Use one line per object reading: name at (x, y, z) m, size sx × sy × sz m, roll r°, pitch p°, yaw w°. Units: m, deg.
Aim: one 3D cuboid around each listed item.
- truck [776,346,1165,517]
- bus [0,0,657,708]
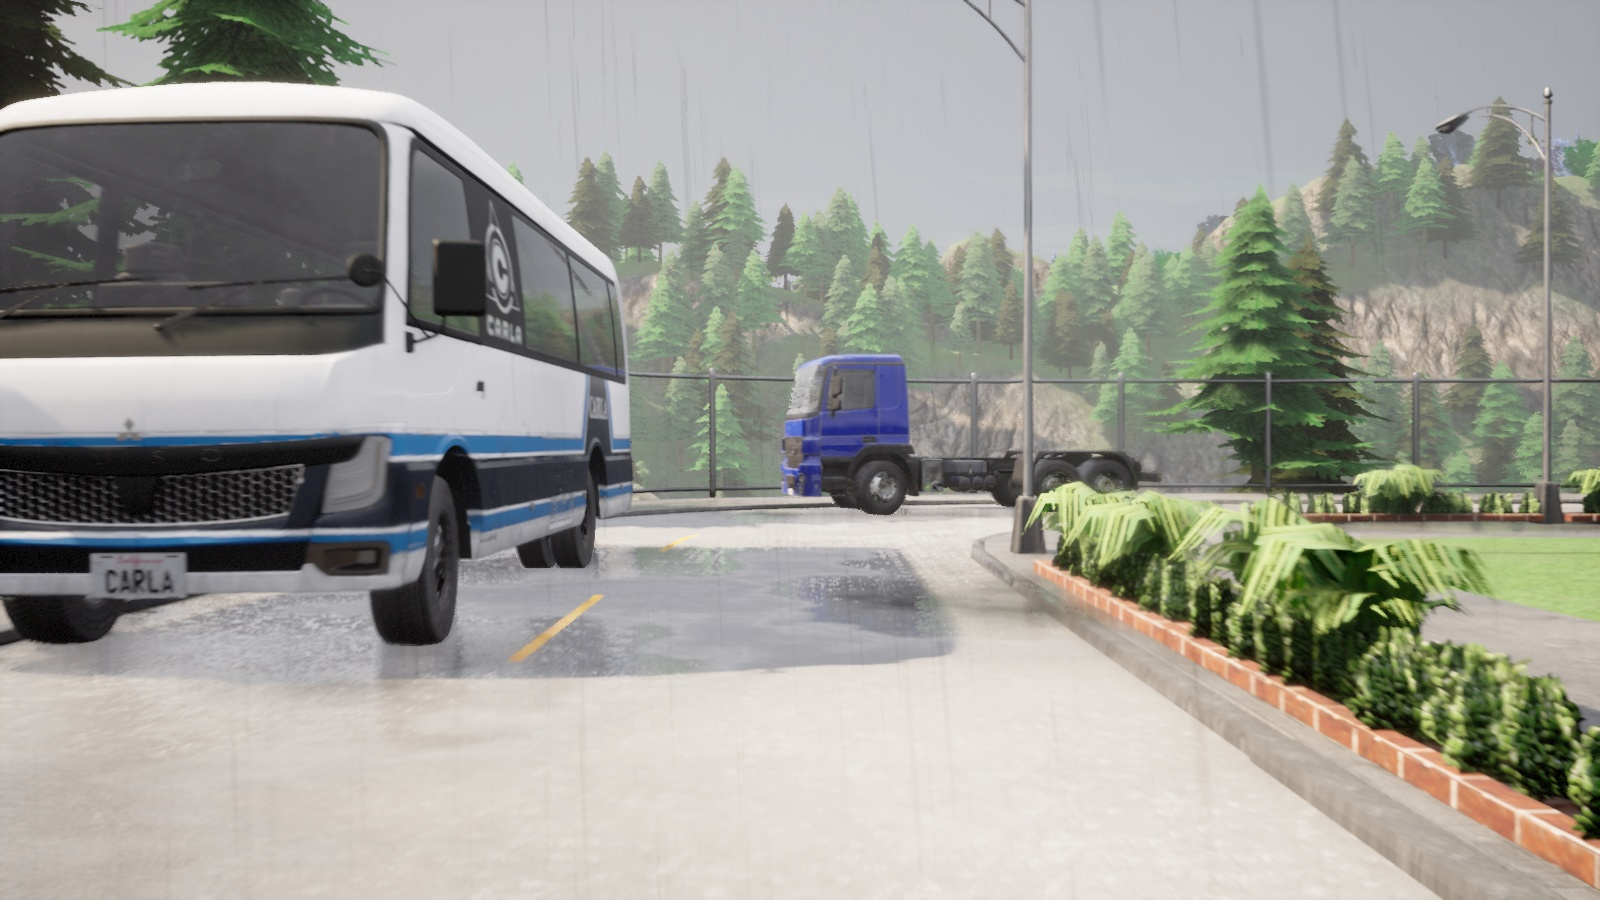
truck at (3.638, -0.387, 27.528) m, size 7.936 × 3.462 × 2.891 m, roll 0°, pitch 0°, yaw -11°
bus at (-4.081, -0.702, 12.217) m, size 3.944 × 4.253 × 10.273 m, roll 0°, pitch 0°, yaw 1°
